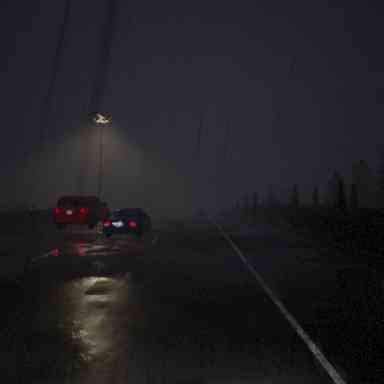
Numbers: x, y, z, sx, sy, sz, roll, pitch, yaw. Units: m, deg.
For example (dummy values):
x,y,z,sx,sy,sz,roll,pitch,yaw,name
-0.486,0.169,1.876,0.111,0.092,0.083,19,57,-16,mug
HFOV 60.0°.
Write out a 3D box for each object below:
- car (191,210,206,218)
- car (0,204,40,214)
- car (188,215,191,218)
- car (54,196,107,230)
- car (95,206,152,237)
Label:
x,y,z,sx,sy,sz,roll,pitch,yaw,name
1.244,3.781,53.948,1.837,1.490,4.892,0,-6,0,car
-17.582,2.001,34.581,1.837,1.490,4.892,0,-3,0,car
0.027,5.798,73.500,1.837,1.490,4.892,0,-6,0,car
-6.892,1.260,21.352,2.150,2.045,5.566,0,0,0,car
-3.394,1.569,18.126,2.033,1.411,5.357,0,0,0,car
